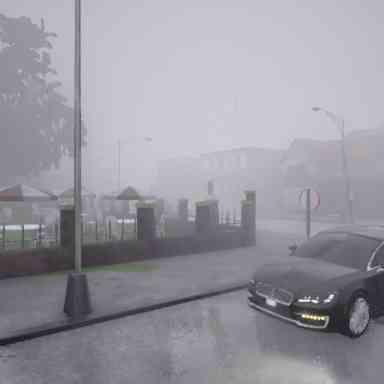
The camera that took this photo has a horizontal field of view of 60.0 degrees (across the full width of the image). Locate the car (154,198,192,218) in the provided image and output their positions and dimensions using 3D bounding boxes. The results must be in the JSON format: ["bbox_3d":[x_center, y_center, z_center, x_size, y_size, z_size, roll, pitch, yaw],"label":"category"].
[{"bbox_3d":[-1.965,1.352,30.252,2.097,1.767,4.553,0,0,-36],"label":"car"}]

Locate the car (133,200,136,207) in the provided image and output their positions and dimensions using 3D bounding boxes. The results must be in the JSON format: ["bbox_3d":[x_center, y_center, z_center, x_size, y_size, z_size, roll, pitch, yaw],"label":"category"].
[{"bbox_3d":[-10.012,1.478,48.730,1.882,1.535,5.008,0,0,-35],"label":"car"}]

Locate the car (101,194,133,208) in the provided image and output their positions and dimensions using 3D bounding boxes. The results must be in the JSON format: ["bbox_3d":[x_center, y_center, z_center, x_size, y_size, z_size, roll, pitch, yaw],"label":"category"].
[{"bbox_3d":[-9.761,1.222,41.186,2.150,2.045,5.566,0,0,-35],"label":"car"}]

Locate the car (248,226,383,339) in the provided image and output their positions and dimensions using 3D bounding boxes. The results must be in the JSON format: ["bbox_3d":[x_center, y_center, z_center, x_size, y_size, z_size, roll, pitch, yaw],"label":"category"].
[{"bbox_3d":[3.270,1.505,6.637,4.892,1.490,1.837,0,1,-34],"label":"car"}]
